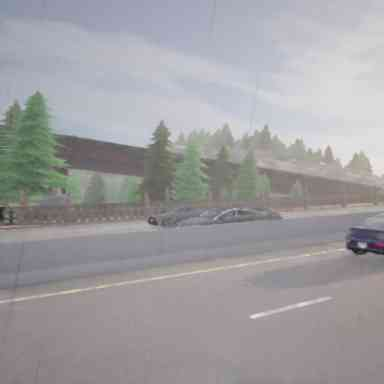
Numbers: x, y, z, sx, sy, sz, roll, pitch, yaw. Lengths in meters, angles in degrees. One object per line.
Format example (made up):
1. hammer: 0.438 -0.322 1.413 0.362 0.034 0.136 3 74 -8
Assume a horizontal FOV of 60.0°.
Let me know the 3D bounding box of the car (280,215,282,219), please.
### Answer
1. car: 3.748 1.531 21.477 4.181 1.385 1.994 -1 0 -28

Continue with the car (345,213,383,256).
1. car: 7.164 1.391 11.159 4.674 1.442 1.812 -1 0 -28

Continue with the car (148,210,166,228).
1. car: -0.895 1.643 22.939 4.181 1.385 1.994 -1 0 -28

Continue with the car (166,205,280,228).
1. car: 1.555 1.498 16.305 4.902 1.511 2.128 -1 0 -28
